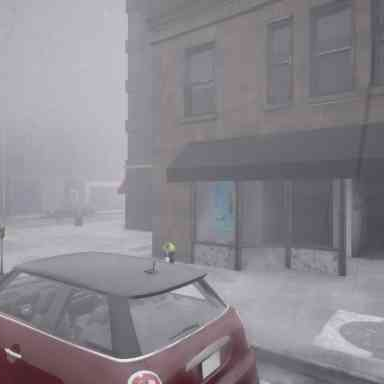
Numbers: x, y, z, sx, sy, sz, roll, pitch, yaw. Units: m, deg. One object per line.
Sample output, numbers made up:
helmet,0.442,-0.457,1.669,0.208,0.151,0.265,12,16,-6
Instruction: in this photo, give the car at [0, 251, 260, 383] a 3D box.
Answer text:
car,-1.418,1.440,3.864,4.097,1.590,1.967,0,0,36

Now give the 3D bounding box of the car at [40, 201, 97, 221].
car,-10.007,1.515,27.331,1.812,1.442,4.674,0,0,35
